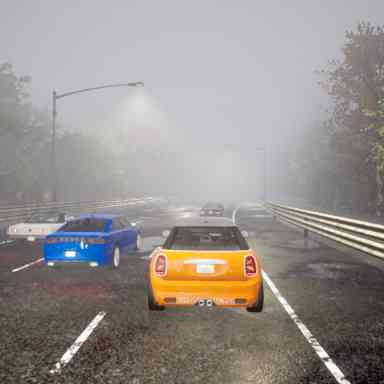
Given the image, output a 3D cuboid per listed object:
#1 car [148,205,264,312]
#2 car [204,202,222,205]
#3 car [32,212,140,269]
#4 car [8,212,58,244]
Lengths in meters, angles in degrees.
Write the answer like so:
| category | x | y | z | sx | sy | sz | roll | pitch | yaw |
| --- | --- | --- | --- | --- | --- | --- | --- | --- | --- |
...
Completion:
| category | x | y | z | sx | sy | sz | roll | pitch | yaw |
| --- | --- | --- | --- | --- | --- | --- | --- | --- | --- |
| car | 0.321 | 1.348 | 7.877 | 2.097 | 1.767 | 4.553 | 0 | 0 | 2 |
| car | 1.681 | 1.536 | 26.488 | 2.033 | 1.411 | 5.357 | 0 | 0 | 8 |
| car | -3.044 | 1.468 | 11.150 | 1.882 | 1.535 | 5.008 | 0 | 0 | 3 |
| car | -6.306 | 1.581 | 15.550 | 1.895 | 1.301 | 4.718 | 0 | 0 | 4 |
